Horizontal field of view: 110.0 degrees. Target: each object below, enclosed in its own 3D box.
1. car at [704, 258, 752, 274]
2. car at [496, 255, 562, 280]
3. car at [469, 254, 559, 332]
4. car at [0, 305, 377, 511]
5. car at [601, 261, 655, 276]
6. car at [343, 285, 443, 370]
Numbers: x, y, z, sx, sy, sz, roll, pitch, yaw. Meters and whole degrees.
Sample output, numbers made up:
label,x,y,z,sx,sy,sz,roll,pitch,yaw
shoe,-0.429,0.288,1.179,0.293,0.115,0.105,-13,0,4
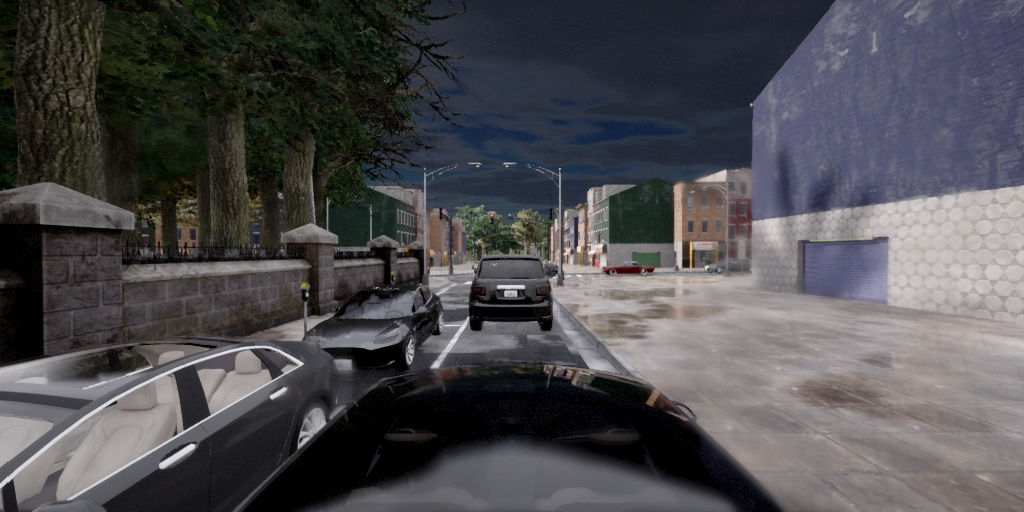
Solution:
label,x,y,z,sx,sy,sz,roll,pitch,yaw
car,21.027,0.943,34.296,4.902,1.511,2.128,-1,1,0
car,1.445,0.980,31.389,5.566,2.045,2.150,0,0,0
car,-0.012,0.973,11.045,2.150,2.045,5.566,0,0,0
car,-2.641,1.300,2.047,2.007,1.370,4.403,0,0,0
car,10.989,1.187,34.310,4.718,1.301,1.895,-1,1,0
car,-2.635,1.316,7.736,1.948,1.339,4.313,0,0,0
